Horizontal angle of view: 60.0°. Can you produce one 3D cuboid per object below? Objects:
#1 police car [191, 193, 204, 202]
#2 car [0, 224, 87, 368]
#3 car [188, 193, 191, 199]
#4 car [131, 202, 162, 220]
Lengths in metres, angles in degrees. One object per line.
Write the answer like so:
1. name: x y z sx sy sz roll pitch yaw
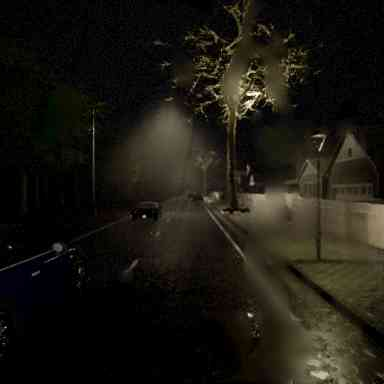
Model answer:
1. police car: 1.238 1.044 64.526 1.930 1.638 5.238 0 0 0
2. car: -3.396 1.313 5.659 2.097 1.767 4.553 0 0 0
3. car: 0.018 0.898 83.058 1.837 1.490 4.892 0 0 0
4. car: -3.393 1.434 25.876 1.895 1.301 4.718 0 0 0
